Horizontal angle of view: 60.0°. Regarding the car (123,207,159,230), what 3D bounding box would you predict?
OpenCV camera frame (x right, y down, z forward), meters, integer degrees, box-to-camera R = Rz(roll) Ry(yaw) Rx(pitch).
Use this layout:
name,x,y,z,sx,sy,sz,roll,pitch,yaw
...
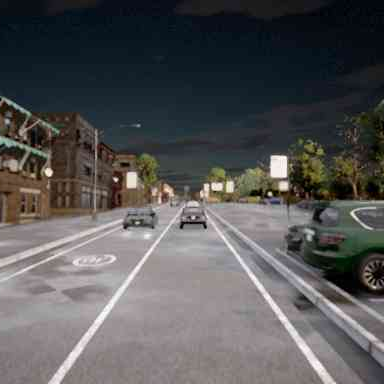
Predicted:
name,x,y,z,sx,sy,sz,roll,pitch,yaw
car,-3.355,1.723,22.396,1.994,1.385,4.181,0,-1,0

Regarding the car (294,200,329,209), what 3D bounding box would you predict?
name,x,y,z,sx,sy,sz,roll,pitch,yaw
car,18.691,1.969,52.118,4.674,1.452,2.002,0,-1,0

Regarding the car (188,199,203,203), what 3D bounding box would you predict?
name,x,y,z,sx,sy,sz,roll,pitch,yaw
car,0.095,1.891,41.537,1.812,1.442,4.674,0,-1,0

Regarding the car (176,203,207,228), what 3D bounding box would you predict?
name,x,y,z,sx,sy,sz,roll,pitch,yaw
car,0.093,1.721,23.744,2.033,1.411,5.357,0,-1,0

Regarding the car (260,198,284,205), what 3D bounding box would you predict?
name,x,y,z,sx,sy,sz,roll,pitch,yaw
car,18.736,2.058,76.454,4.553,1.767,2.185,0,-1,0

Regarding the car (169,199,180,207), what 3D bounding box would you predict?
name,x,y,z,sx,sy,sz,roll,pitch,yaw
car,-3.285,2.104,64.084,2.128,1.511,4.902,0,-1,0

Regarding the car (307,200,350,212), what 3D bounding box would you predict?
name,x,y,z,sx,sy,sz,roll,pitch,yaw
car,18.697,1.861,45.569,5.008,1.535,2.097,0,-1,0

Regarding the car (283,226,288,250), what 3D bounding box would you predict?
name,x,y,z,sx,sy,sz,roll,pitch,yaw
car,5.589,1.518,11.178,4.892,1.521,2.231,0,0,0

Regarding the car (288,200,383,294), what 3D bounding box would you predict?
name,x,y,z,sx,sy,sz,roll,pitch,yaw
car,5.623,1.248,8.378,5.566,2.045,2.435,0,0,0

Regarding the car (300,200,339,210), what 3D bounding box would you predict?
name,x,y,z,sx,sy,sz,roll,pitch,yaw
car,18.687,1.896,48.842,4.892,1.521,2.231,0,-1,0

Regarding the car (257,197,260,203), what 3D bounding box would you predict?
name,x,y,z,sx,sy,sz,roll,pitch,yaw
car,18.664,2.258,79.622,4.674,1.452,2.002,0,-1,0
